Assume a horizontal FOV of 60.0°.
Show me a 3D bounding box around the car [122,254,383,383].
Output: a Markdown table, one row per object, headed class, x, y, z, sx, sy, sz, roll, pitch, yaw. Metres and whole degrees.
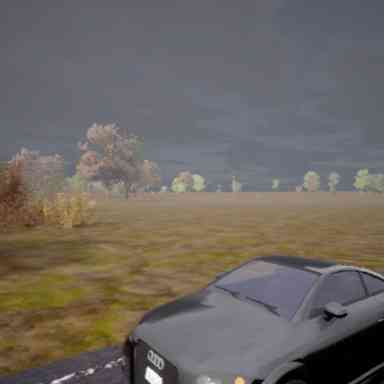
| class | x | y | z | sx | sy | sz | roll | pitch | yaw |
| --- | --- | --- | --- | --- | --- | --- | --- | --- | --- |
| car | 1.262 | 1.576 | 4.280 | 4.181 | 1.385 | 1.994 | 0 | 0 | -36 |
